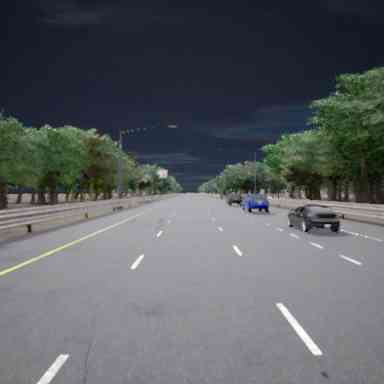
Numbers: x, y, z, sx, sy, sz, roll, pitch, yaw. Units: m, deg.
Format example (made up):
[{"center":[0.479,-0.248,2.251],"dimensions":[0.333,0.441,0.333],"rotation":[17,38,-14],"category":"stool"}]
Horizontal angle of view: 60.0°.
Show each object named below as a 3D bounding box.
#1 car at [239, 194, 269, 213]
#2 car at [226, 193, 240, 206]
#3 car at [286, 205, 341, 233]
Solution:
[{"center":[6.999,1.239,36.846],"dimensions":[2.150,2.045,5.566],"rotation":[0,0,0],"category":"car"},{"center":[6.999,1.237,55.286],"dimensions":[2.150,2.045,5.566],"rotation":[0,0,0],"category":"car"},{"center":[7.000,1.506,19.581],"dimensions":[1.837,1.490,4.892],"rotation":[0,0,0],"category":"car"}]
